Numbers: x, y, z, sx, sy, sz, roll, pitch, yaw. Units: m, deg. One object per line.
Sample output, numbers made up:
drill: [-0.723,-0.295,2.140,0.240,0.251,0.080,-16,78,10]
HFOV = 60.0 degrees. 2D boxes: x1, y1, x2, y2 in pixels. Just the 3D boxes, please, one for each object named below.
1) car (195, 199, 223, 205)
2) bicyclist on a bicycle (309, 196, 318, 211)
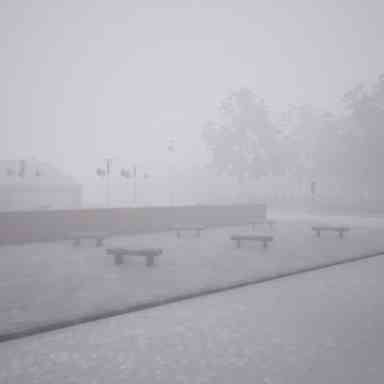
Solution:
car: [2.103,1.520,36.758,1.994,1.385,4.181,0,0,-35]
bicyclist on a bicycle: [13.100,1.289,35.768,1.656,1.620,0.582,0,0,-35]
